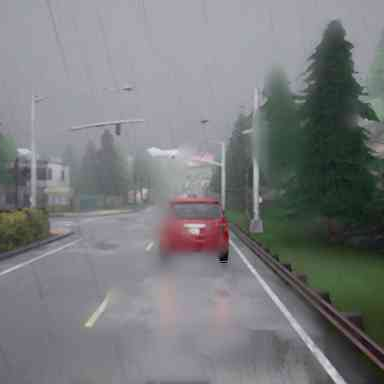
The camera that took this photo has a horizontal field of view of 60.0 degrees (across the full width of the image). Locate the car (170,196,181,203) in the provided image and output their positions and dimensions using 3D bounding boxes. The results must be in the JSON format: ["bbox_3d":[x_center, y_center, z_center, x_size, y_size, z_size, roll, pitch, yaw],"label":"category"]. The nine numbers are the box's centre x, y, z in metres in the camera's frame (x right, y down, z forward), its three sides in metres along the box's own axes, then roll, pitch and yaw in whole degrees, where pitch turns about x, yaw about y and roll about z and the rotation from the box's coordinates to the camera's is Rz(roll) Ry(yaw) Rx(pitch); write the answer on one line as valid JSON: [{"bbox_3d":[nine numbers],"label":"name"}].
[{"bbox_3d":[-3.485,1.548,70.211,1.994,1.385,4.181,0,0,0],"label":"car"}]

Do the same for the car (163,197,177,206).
[{"bbox_3d":[-3.552,1.561,54.675,1.994,1.385,4.181,0,0,0],"label":"car"}]

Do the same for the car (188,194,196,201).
[{"bbox_3d":[0.019,1.282,84.645,2.097,1.767,4.553,0,0,0],"label":"car"}]

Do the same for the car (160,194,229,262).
[{"bbox_3d":[0.080,1.220,12.223,2.150,2.045,5.566,0,0,0],"label":"car"}]
